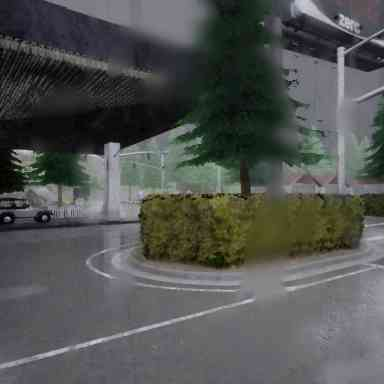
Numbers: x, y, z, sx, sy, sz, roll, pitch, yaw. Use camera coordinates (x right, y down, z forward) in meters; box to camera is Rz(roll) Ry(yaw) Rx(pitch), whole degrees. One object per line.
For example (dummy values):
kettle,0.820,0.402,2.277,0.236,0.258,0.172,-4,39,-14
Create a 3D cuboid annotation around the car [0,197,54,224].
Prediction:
car,-11.982,1.313,23.468,3.866,1.878,1.905,0,0,-36
